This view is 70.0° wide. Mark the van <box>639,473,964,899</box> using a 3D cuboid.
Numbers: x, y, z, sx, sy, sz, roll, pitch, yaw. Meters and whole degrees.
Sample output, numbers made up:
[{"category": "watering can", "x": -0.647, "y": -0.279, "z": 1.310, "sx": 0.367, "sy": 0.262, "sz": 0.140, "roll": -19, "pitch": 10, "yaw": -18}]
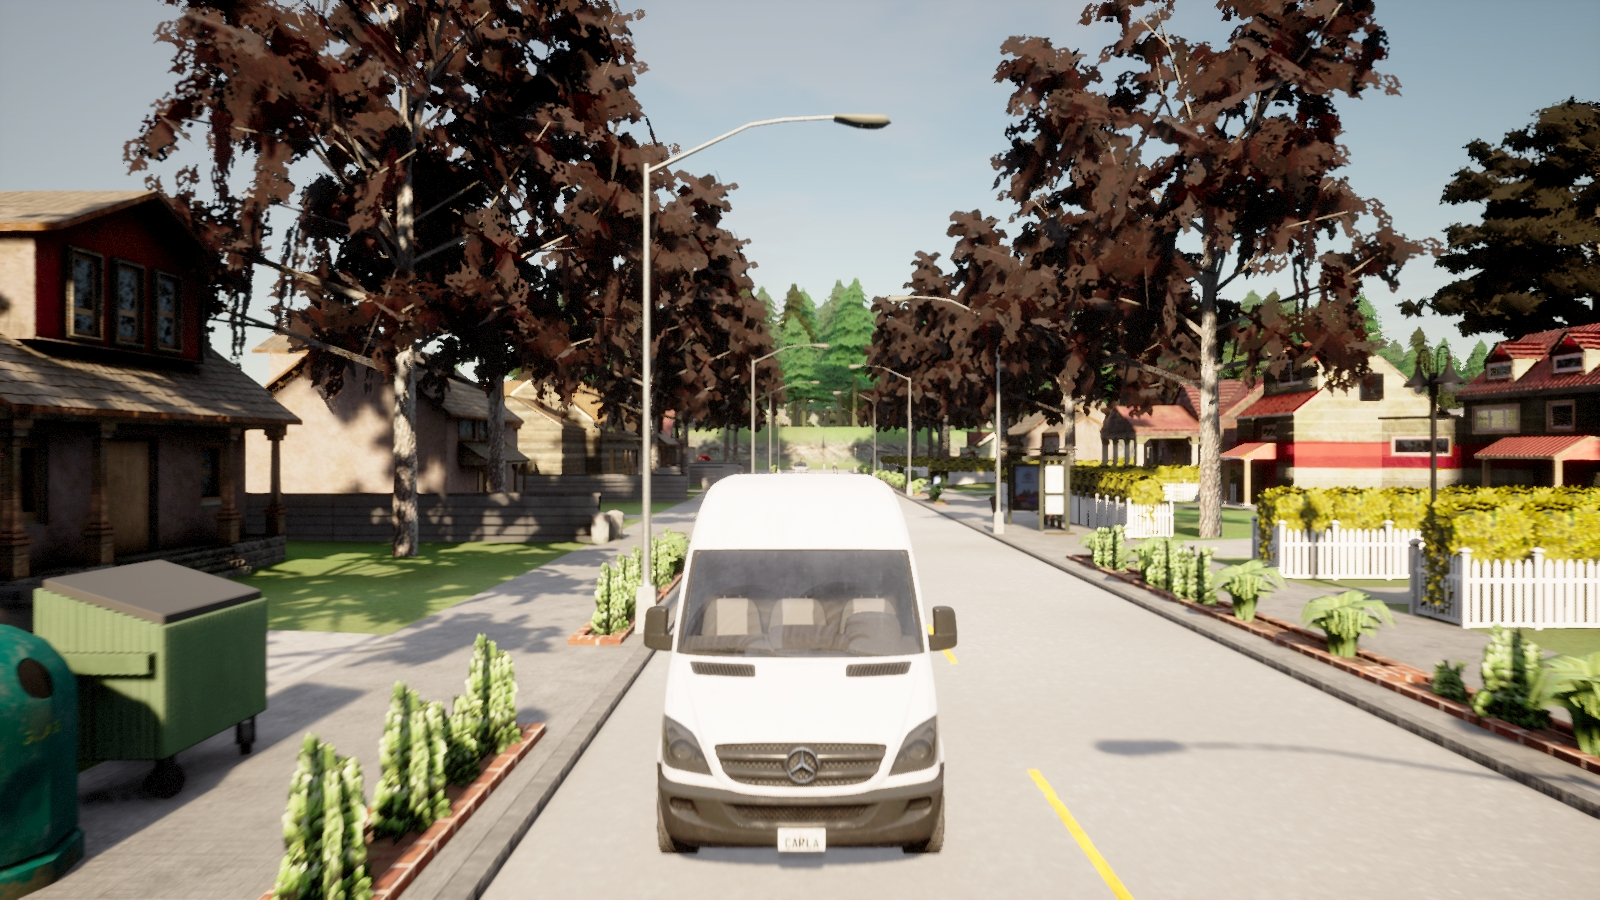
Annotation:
[{"category": "van", "x": 0.012, "y": 1.532, "z": 9.956, "sx": 1.988, "sy": 2.561, "sz": 5.915, "roll": 0, "pitch": 0, "yaw": 0}]
